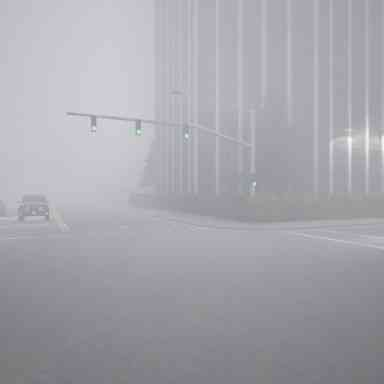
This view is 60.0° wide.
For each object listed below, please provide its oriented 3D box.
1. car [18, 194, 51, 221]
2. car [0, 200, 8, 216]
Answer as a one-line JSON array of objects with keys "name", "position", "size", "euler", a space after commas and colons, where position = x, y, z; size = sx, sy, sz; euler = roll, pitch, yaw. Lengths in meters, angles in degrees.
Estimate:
[{"name": "car", "position": [-13.105, 1.221, 27.728], "size": [2.150, 2.045, 5.566], "euler": [0, 0, -24]}, {"name": "car", "position": [-18.686, 1.505, 31.546], "size": [1.837, 1.490, 4.892], "euler": [0, 0, -24]}]
